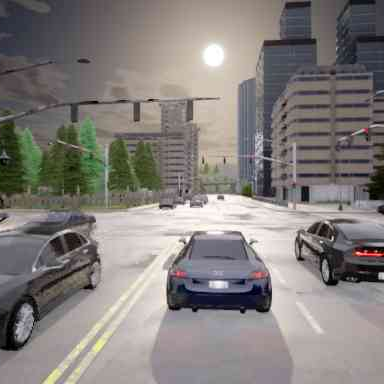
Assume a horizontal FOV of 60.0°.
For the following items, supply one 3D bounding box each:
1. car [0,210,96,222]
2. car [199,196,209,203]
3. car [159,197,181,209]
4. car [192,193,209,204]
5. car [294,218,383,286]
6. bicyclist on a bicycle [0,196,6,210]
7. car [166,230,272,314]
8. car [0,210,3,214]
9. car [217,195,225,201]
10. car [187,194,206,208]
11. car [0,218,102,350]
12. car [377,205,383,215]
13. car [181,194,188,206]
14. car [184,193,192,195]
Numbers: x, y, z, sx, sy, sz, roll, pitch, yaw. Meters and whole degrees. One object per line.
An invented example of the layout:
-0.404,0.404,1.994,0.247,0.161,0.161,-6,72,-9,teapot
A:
-6.047,1.546,15.380,2.033,1.411,5.357,0,0,4,car
2.523,1.499,69.272,1.837,1.490,4.892,0,0,5,car
-3.151,1.543,44.740,2.033,1.411,5.357,0,0,5,car
1.500,1.346,58.052,2.097,1.767,4.553,0,0,5,car
4.233,1.504,9.346,1.837,1.490,4.892,0,0,5,car
-22.306,1.297,38.971,0.582,1.620,1.656,0,0,5,bicyclist on a bicycle
0.600,1.563,7.730,1.994,1.385,4.181,0,0,4,car
-15.760,1.599,23.893,4.718,1.301,1.895,0,0,5,car
7.431,1.491,85.849,1.837,1.490,4.892,0,0,5,car
0.718,1.500,48.952,1.837,1.490,4.892,0,0,5,car
-3.220,1.504,6.331,1.837,1.490,4.892,0,0,4,car
20.371,1.474,31.618,5.008,1.535,1.882,0,0,5,car
-2.152,1.542,56.505,2.033,1.411,5.357,0,0,5,car
-0.808,1.218,71.416,2.150,2.045,5.566,0,0,5,car
